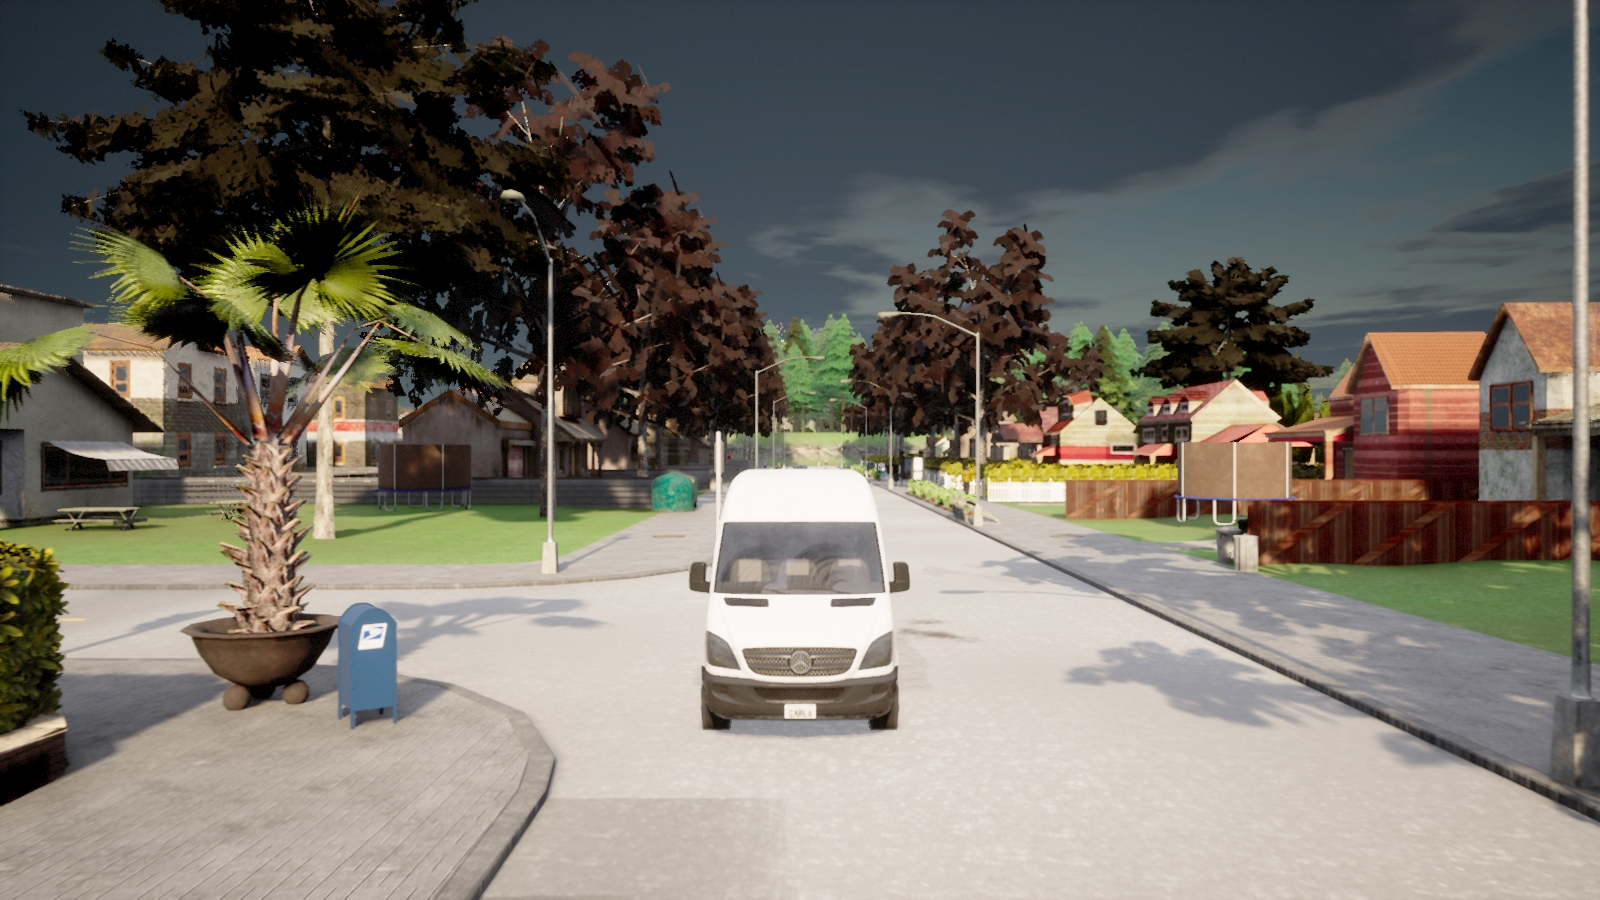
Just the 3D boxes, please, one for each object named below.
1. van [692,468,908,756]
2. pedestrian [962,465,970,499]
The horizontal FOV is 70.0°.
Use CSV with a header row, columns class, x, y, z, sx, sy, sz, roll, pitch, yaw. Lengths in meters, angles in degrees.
class,x,y,z,sx,sy,sz,roll,pitch,yaw
van,0.004,1.540,13.487,1.988,2.561,5.915,0,0,0
pedestrian,9.178,1.767,63.087,0.375,1.860,0.375,0,0,3
